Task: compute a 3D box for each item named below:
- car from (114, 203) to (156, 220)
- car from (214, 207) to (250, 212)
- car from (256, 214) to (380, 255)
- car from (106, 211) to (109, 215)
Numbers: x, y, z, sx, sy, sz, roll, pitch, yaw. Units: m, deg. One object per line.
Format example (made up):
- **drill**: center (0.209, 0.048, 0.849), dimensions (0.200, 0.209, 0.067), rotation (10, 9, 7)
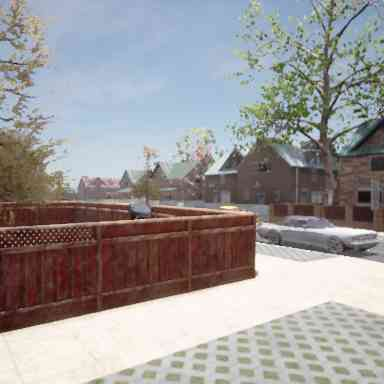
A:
- **car**: center (-4.403, 1.756, 27.505), dimensions (1.882, 1.535, 5.008), rotation (2, -2, -35)
- **car**: center (2.386, 1.748, 22.941), dimensions (1.882, 1.535, 5.008), rotation (2, -2, -35)
- **car**: center (5.089, 1.700, 13.922), dimensions (1.895, 1.301, 4.718), rotation (2, -2, -35)
- **car**: center (-8.358, 1.988, 38.302), dimensions (1.837, 1.490, 4.892), rotation (2, -2, -35)
